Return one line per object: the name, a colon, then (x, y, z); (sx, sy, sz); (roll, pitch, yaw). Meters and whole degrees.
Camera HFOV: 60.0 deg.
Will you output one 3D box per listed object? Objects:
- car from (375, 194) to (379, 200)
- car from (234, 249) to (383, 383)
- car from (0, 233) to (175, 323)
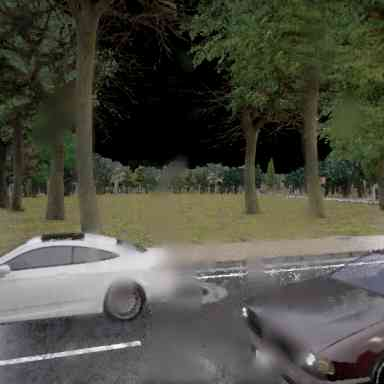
car: (45.225, 1.254, 80.036); (1.994, 1.385, 4.181); (0, 0, 5)
car: (3.347, 1.547, 4.722); (5.357, 1.411, 2.033); (0, 0, -19)
car: (-2.645, 1.526, 6.137); (4.674, 1.442, 1.812); (0, 0, -19)
